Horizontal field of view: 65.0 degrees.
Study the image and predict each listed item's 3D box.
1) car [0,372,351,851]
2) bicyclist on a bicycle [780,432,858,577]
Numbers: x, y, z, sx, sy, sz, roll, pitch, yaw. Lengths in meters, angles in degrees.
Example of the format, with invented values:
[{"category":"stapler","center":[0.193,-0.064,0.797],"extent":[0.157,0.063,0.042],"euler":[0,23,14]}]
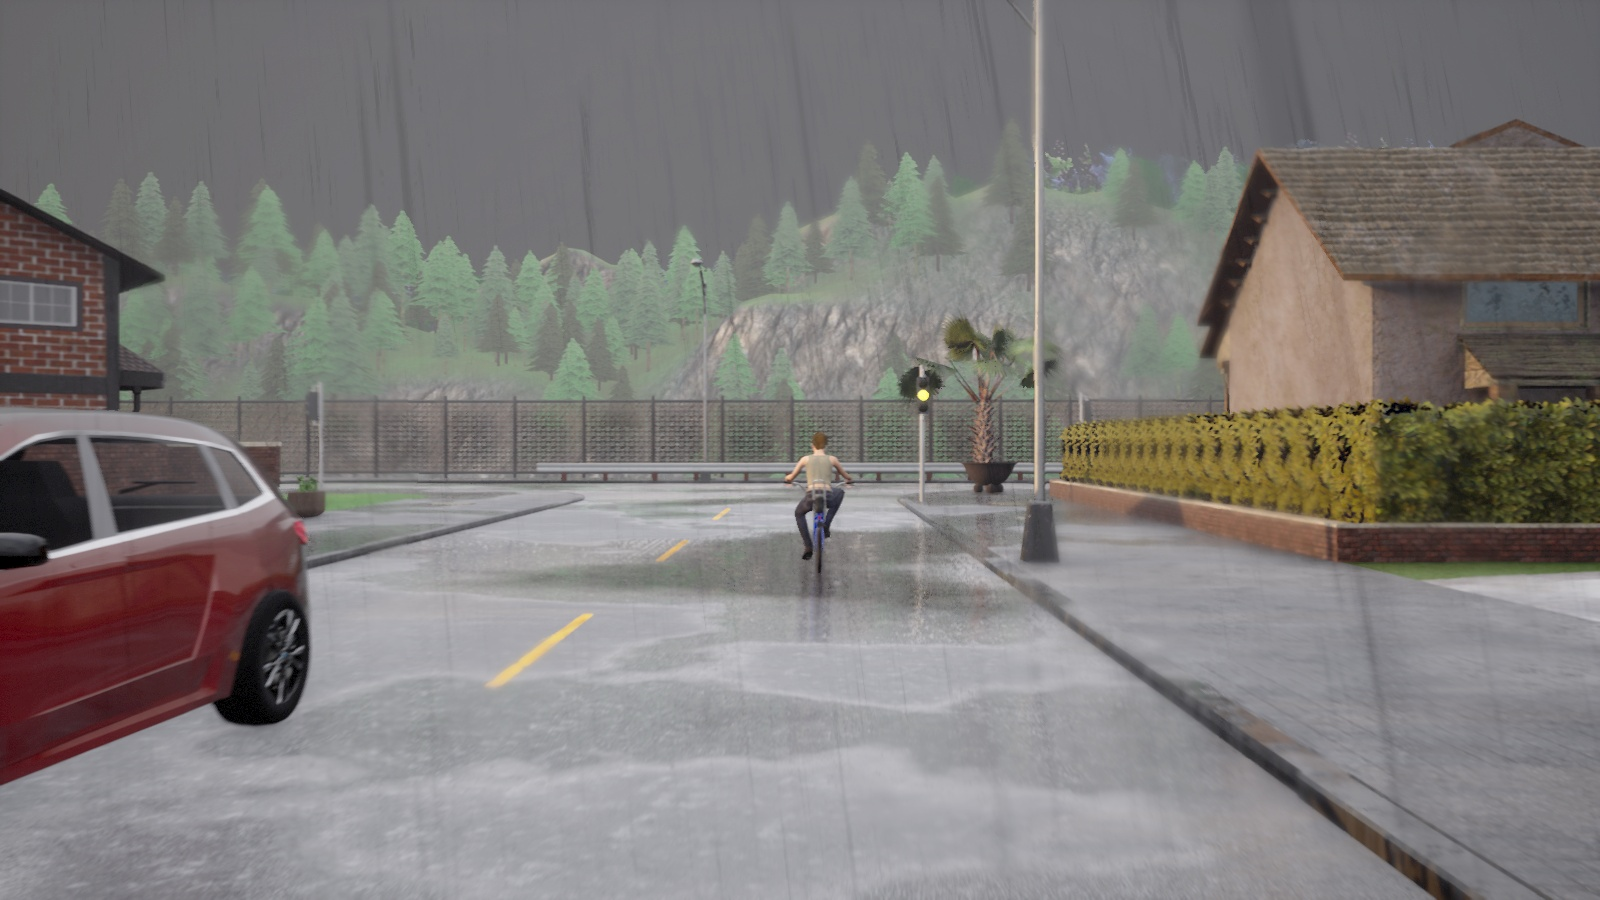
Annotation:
[{"category":"car","center":[-3.876,0.558,5.202],"extent":[2.242,1.667,4.611],"euler":[0,0,2]},{"category":"bicyclist on a bicycle","center":[0.215,0.600,14.721],"extent":[0.866,1.612,1.509],"euler":[0,0,0]}]
